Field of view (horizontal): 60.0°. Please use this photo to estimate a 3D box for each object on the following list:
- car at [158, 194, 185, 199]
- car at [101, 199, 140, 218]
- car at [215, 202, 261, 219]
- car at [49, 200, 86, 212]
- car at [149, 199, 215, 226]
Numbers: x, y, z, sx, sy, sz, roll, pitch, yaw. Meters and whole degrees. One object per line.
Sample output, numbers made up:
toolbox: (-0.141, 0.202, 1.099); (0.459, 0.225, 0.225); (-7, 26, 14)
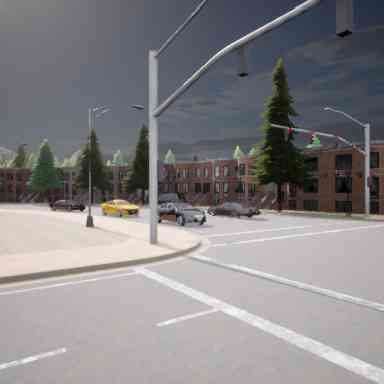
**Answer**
car: (-3.160, 1.221, 42.888); (5.566, 2.045, 2.150); (0, 0, 44)
car: (-6.708, 1.478, 30.915); (1.882, 1.535, 5.008); (0, 0, -40)
car: (3.594, 1.547, 29.421); (2.033, 1.411, 5.357); (0, 0, -36)
car: (-14.332, 1.601, 38.330); (4.718, 1.301, 1.895); (0, 0, 36)
car: (-0.957, 1.492, 23.353); (2.128, 1.511, 4.902); (0, 0, -36)
